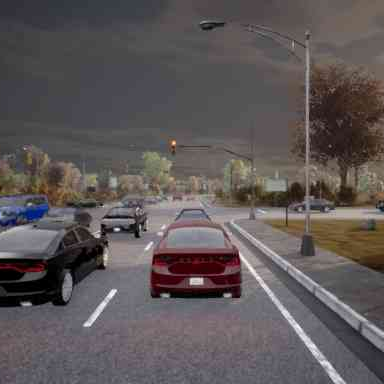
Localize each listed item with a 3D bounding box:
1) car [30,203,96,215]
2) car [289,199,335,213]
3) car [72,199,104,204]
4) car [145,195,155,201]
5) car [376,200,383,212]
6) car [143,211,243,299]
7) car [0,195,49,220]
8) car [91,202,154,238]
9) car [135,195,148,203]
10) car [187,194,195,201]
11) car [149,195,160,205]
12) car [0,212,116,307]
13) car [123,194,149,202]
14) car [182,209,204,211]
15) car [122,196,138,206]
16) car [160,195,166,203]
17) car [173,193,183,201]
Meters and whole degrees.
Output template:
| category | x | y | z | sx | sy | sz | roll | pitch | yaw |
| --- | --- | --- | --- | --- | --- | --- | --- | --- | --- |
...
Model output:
| category | x | y | z | sx | sy | sz | roll | pitch | yaw |
| --- | --- | --- | --- | --- | --- | --- | --- | --- | --- |
| car | -7.155 | 1.564 | 19.071 | 1.994 | 1.385 | 4.181 | 0 | 0 | 0 |
| car | 13.272 | 1.505 | 36.935 | 4.892 | 1.490 | 1.837 | 0 | 0 | 3 |
| car | -14.019 | 1.601 | 43.678 | 1.895 | 1.301 | 4.718 | 0 | 0 | 39 |
| car | -10.752 | 1.496 | 85.561 | 1.837 | 1.490 | 4.892 | 0 | 0 | 0 |
| car | 23.269 | 1.212 | 36.422 | 5.566 | 2.045 | 2.150 | 0 | 0 | 3 |
| car | 0.077 | 1.478 | 8.542 | 1.882 | 1.535 | 5.008 | 0 | 0 | 0 |
| car | -10.660 | 1.221 | 20.435 | 2.150 | 2.045 | 5.566 | 0 | 0 | 0 |
| car | -3.443 | 1.492 | 17.552 | 2.128 | 1.511 | 4.902 | 0 | 0 | -1 |
| car | -10.712 | 1.478 | 71.047 | 1.882 | 1.535 | 5.008 | 0 | 0 | 0 |
| car | -0.252 | 1.348 | 85.735 | 2.097 | 1.767 | 4.553 | 0 | 0 | 0 |
| car | -7.252 | 1.351 | 58.078 | 2.097 | 1.767 | 4.553 | 0 | 0 | 0 |
| car | -3.421 | 1.478 | 8.065 | 1.882 | 1.535 | 5.008 | 0 | 0 | 0 |
| car | -7.221 | 1.223 | 41.843 | 2.150 | 2.045 | 5.566 | 0 | 0 | 0 |
| car | 0.051 | 1.564 | 17.531 | 1.994 | 1.385 | 4.181 | 0 | 0 | 0 |
| car | -10.752 | 1.505 | 57.661 | 1.837 | 1.490 | 4.892 | 0 | 0 | 0 |
| car | -7.210 | 1.524 | 70.324 | 1.812 | 1.442 | 4.674 | 0 | 0 | 0 |
| car | -3.751 | 1.218 | 85.368 | 2.150 | 2.045 | 5.566 | 0 | 0 | 0 |
